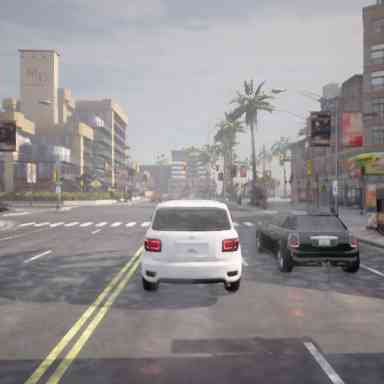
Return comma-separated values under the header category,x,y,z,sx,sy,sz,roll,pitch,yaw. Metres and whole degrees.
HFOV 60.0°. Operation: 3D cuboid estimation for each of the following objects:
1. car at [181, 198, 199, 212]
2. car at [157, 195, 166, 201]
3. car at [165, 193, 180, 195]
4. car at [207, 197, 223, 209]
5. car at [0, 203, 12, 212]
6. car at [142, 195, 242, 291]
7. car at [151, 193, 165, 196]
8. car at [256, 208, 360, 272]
category,x,y,z,sx,sy,sz,roll,pitch,yaw
car,-0.280,1.535,39.941,2.033,1.411,5.357,0,0,-1
car,-7.833,1.499,85.849,2.128,1.511,4.902,0,0,-1
car,-4.205,1.517,72.880,2.033,1.411,5.357,0,0,-1
car,3.157,1.511,46.438,1.812,1.442,4.674,0,0,-1
car,-21.999,1.467,35.619,5.008,1.535,1.882,0,0,-1
car,-0.015,1.219,9.151,2.150,2.045,5.566,0,0,0
car,-7.705,1.203,72.865,2.150,2.045,5.566,0,0,-1
car,3.479,1.349,10.889,2.097,1.767,4.553,0,0,0
